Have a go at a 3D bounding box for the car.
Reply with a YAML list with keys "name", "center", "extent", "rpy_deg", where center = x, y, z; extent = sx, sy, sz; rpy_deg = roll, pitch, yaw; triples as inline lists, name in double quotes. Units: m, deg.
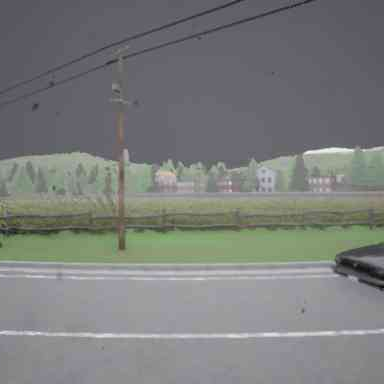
- name: "car"
  center: [6.204, 1.545, 8.058]
  extent: [5.357, 1.411, 2.033]
  rpy_deg: [0, 0, -13]
